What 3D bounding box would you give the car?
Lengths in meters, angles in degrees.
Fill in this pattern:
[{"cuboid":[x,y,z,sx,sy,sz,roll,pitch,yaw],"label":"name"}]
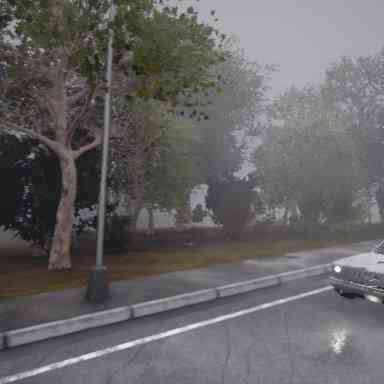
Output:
[{"cuboid":[5.068,1.627,7.301,4.718,1.301,1.895,0,0,-36],"label":"car"}]
